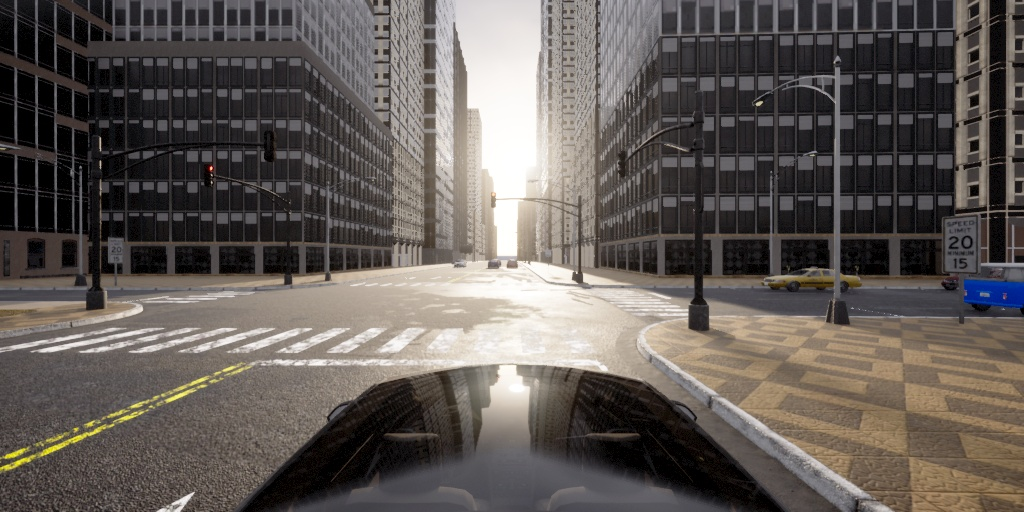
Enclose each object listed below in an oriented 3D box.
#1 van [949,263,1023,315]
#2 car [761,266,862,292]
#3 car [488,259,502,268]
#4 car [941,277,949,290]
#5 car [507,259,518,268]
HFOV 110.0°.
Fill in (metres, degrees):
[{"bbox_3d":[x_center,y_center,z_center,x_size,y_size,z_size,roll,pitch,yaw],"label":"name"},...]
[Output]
[{"bbox_3d":[18.366,1.119,12.462,3.998,1.789,1.690,0,0,2],"label":"van"},{"bbox_3d":[17.101,1.293,20.635,4.829,1.417,1.751,0,0,2],"label":"car"},{"bbox_3d":[-3.206,1.335,62.817,1.882,1.535,5.008,0,0,0],"label":"car"},{"bbox_3d":[26.935,1.356,20.143,4.207,1.307,1.802,0,0,2],"label":"car"},{"bbox_3d":[0.045,1.425,63.647,1.994,1.385,4.181,0,0,0],"label":"car"}]
